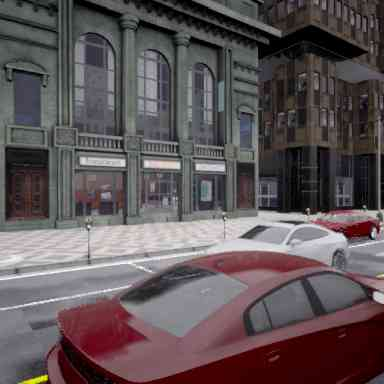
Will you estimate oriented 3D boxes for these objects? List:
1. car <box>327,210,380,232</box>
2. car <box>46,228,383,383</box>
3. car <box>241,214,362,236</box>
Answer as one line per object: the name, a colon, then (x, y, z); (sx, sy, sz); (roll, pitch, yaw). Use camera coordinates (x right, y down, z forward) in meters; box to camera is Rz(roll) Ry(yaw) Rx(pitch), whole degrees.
car: (6.996, 1.547, 15.505); (4.507, 1.381, 1.887); (0, 0, -35)
car: (0.977, 1.477, 4.008); (5.008, 1.535, 1.882); (0, 0, -35)
car: (2.408, 1.526, 8.961); (4.674, 1.442, 1.812); (0, 0, -36)
